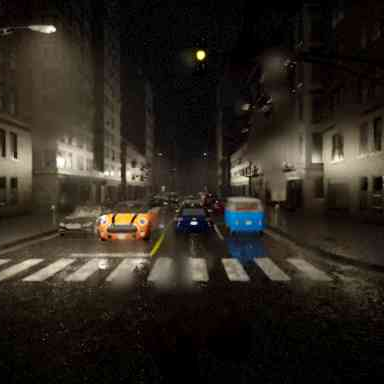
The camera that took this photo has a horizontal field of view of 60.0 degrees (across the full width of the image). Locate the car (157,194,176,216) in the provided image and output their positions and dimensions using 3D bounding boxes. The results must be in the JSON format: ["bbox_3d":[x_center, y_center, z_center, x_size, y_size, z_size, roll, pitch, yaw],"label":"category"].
[{"bbox_3d":[-2.861,1.247,29.644,2.128,1.511,4.902,0,0,0],"label":"car"}]

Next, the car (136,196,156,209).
[{"bbox_3d":[-5.415,1.201,39.849,1.752,1.417,4.829,0,1,0],"label":"car"}]

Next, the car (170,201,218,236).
[{"bbox_3d":[0.088,1.410,17.523,1.994,1.385,4.181,0,0,0],"label":"car"}]

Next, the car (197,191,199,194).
[{"bbox_3d":[2.593,0.938,68.435,2.008,1.369,4.403,0,1,0],"label":"car"}]

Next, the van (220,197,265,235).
[{"bbox_3d":[2.623,1.180,17.304,1.690,1.788,3.998,0,0,0],"label":"van"}]

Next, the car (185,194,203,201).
[{"bbox_3d":[0.069,1.227,43.186,1.895,1.301,4.718,0,1,0],"label":"car"}]

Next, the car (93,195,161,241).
[{"bbox_3d":[-2.858,1.224,15.780,2.097,1.767,4.553,0,0,0],"label":"car"}]

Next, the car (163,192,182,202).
[{"bbox_3d":[-2.820,1.100,47.836,1.837,1.490,4.892,0,0,1],"label":"car"}]

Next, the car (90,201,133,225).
[{"bbox_3d":[-5.404,1.365,22.974,1.887,1.381,4.507,0,0,0],"label":"car"}]

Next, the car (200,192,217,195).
[{"bbox_3d":[2.606,0.909,45.710,2.192,1.841,5.009,0,1,0],"label":"car"}]

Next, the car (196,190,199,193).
[{"bbox_3d":[2.579,0.704,91.329,1.752,1.417,4.829,0,1,0],"label":"car"}]

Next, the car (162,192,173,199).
[{"bbox_3d":[-5.436,0.805,74.108,1.967,1.590,4.097,0,1,0],"label":"car"}]

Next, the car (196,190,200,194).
[{"bbox_3d":[2.586,0.850,79.798,1.947,1.339,4.313,0,1,0],"label":"car"}]

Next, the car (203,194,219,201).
[{"bbox_3d":[2.611,1.227,40.031,1.802,1.307,4.206,0,1,0],"label":"car"}]

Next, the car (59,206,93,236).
[{"bbox_3d":[-5.401,1.419,17.293,2.008,1.369,4.403,0,0,0],"label":"car"}]

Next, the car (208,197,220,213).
[{"bbox_3d":[2.617,1.326,28.668,1.802,1.307,4.206,0,1,0],"label":"car"}]
